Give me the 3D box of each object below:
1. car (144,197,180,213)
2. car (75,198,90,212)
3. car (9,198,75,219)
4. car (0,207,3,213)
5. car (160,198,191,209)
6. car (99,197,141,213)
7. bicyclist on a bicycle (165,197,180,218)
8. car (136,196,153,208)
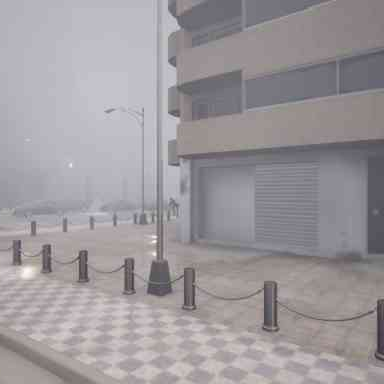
[{"bbox_3d":[-2.972,1.545,36.946,1.895,1.301,4.718,0,0,36],"label":"car"},{"bbox_3d":[-13.135,1.449,35.184,1.837,1.490,4.892,0,0,36],"label":"car"},{"bbox_3d":[-13.239,1.436,29.078,2.128,1.511,4.902,0,0,36],"label":"car"},{"bbox_3d":[-18.617,1.545,27.644,1.895,1.301,4.718,0,0,36],"label":"car"},{"bbox_3d":[-2.151,1.508,44.366,1.994,1.385,4.181,0,0,36],"label":"car"},{"bbox_3d":[-8.007,1.508,36.295,1.994,1.385,4.181,0,0,36],"label":"car"},{"bbox_3d":[-1.539,1.246,26.504,1.656,1.620,0.582,0,0,36],"label":"bicyclist on a bicycle"},{"bbox_3d":[-6.762,1.296,43.966,2.097,1.767,4.553,0,0,36],"label":"car"}]
